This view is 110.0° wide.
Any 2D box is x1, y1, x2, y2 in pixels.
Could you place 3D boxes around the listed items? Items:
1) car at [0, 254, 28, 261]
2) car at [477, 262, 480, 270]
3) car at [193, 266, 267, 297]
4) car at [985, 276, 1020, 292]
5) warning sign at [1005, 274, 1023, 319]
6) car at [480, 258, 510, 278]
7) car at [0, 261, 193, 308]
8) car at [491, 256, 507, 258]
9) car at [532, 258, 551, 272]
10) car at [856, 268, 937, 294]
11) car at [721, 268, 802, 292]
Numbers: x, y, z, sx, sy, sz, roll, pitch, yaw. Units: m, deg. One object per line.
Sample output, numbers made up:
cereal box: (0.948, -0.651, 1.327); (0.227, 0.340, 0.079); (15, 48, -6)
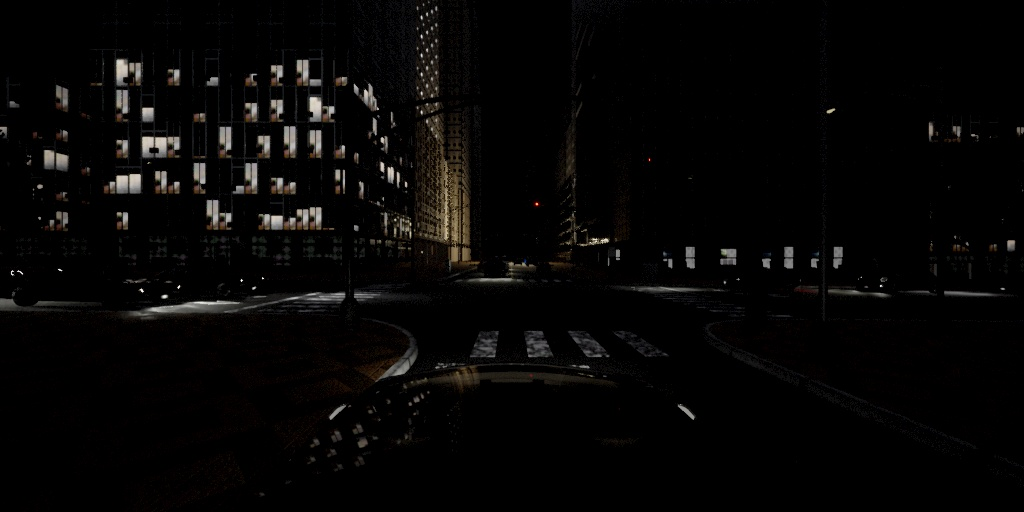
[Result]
car: (-22.915, 0.706, 15.919); (4.553, 1.767, 2.097); (1, 0, -3)
car: (-3.990, 1.342, 51.056); (1.802, 1.307, 4.207); (0, 0, 0)
car: (-14.010, 1.118, 16.322); (4.718, 1.301, 1.895); (1, 0, -3)
car: (36.763, 2.035, 25.339); (4.718, 1.301, 1.895); (1, 0, -2)
warning sign: (17.282, 1.204, 11.746); (1.060, 1.860, 1.300); (0, 0, -3)
car: (-1.556, 1.245, 34.505); (1.882, 1.535, 5.008); (0, 0, 2)
car: (-15.289, 1.042, 13.042); (5.357, 1.411, 2.033); (1, 0, 0)
car: (-1.499, 0.984, 47.157); (2.150, 2.045, 5.566); (0, 0, 1)
car: (3.959, 1.329, 45.558); (1.948, 1.339, 4.313); (0, 0, 0)
car: (26.748, 1.606, 24.889); (4.553, 1.767, 2.097); (1, 0, -3)
car: (16.902, 1.569, 24.442); (4.902, 1.511, 2.128); (1, 0, -3)
